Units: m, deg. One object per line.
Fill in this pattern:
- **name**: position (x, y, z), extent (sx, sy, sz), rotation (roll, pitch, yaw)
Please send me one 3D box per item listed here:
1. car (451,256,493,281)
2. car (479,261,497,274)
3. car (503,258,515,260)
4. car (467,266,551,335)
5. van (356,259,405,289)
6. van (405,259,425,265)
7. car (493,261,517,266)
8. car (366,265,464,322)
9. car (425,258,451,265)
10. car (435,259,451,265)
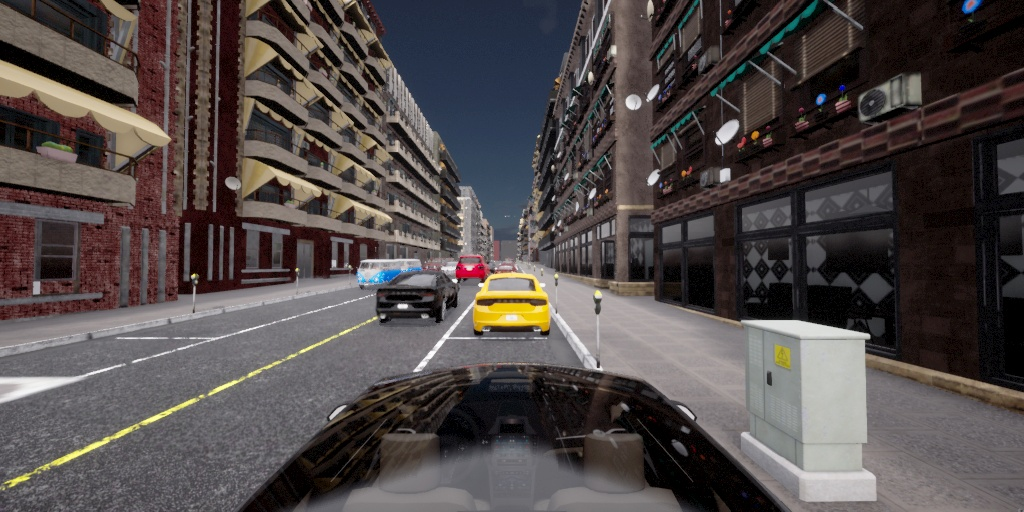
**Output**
- **car**: position (-2.936, 0.996, 27.469), extent (2.150, 2.045, 5.566), rotation (0, 0, 0)
- **car**: position (-2.934, 1.376, 44.291), extent (1.994, 1.385, 4.181), rotation (0, 0, 0)
- **car**: position (-0.445, 1.240, 39.134), extent (1.967, 1.591, 4.097), rotation (0, 0, 0)
- **car**: position (-0.006, 1.232, 10.503), extent (1.882, 1.535, 5.008), rotation (0, 0, 0)
- **van**: position (-8.335, 1.108, 22.603), extent (1.690, 1.789, 3.998), rotation (0, 0, 0)
- **van**: position (-8.335, 1.118, 28.134), extent (1.690, 1.789, 3.998), rotation (0, 0, 0)
- **car**: position (-0.452, 1.322, 28.072), extent (1.888, 1.381, 4.507), rotation (0, 0, 0)
- **car**: position (-3.022, 1.234, 12.381), extent (1.882, 1.535, 5.008), rotation (0, 0, 0)
- **car**: position (-8.335, 1.115, 39.194), extent (2.192, 1.841, 5.009), rotation (0, 0, 0)
- **car**: position (-5.860, 1.316, 35.082), extent (1.812, 1.442, 4.674), rotation (0, 0, 0)
